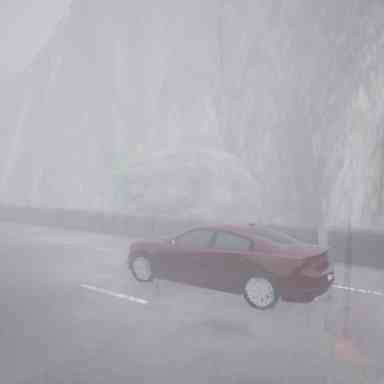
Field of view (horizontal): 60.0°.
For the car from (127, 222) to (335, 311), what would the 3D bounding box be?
[{"bbox_3d":[0.645,1.454,7.829,5.008,1.535,1.882,1,0,35],"label":"car"}]
